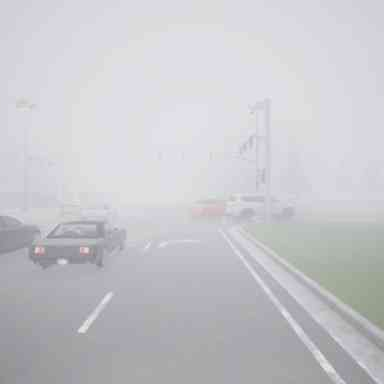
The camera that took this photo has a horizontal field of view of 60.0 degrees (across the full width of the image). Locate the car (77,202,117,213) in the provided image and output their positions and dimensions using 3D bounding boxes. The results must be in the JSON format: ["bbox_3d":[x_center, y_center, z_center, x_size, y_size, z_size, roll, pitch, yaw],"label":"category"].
[{"bbox_3d":[-7.227,1.581,26.287,1.895,1.301,4.718,0,0,-2],"label":"car"}]

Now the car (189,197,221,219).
[{"bbox_3d":[2.090,1.318,28.313,4.553,1.767,2.097,0,0,-31],"label":"car"}]

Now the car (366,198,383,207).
[{"bbox_3d":[28.092,1.509,48.391,4.718,1.301,1.895,0,0,-1],"label":"car"}]

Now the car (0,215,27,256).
[{"bbox_3d":[-6.980,1.474,11.325,1.882,1.535,5.008,0,0,0],"label":"car"}]

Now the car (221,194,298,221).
[{"bbox_3d":[5.462,1.185,26.304,5.566,2.045,2.150,0,-1,-11],"label":"car"}]

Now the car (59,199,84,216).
[{"bbox_3d":[-11.337,1.456,32.326,1.882,1.535,5.008,0,0,-4],"label":"car"}]

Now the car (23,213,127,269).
[{"bbox_3d":[-3.476,1.593,11.171,1.895,1.301,4.718,0,0,0],"label":"car"}]
